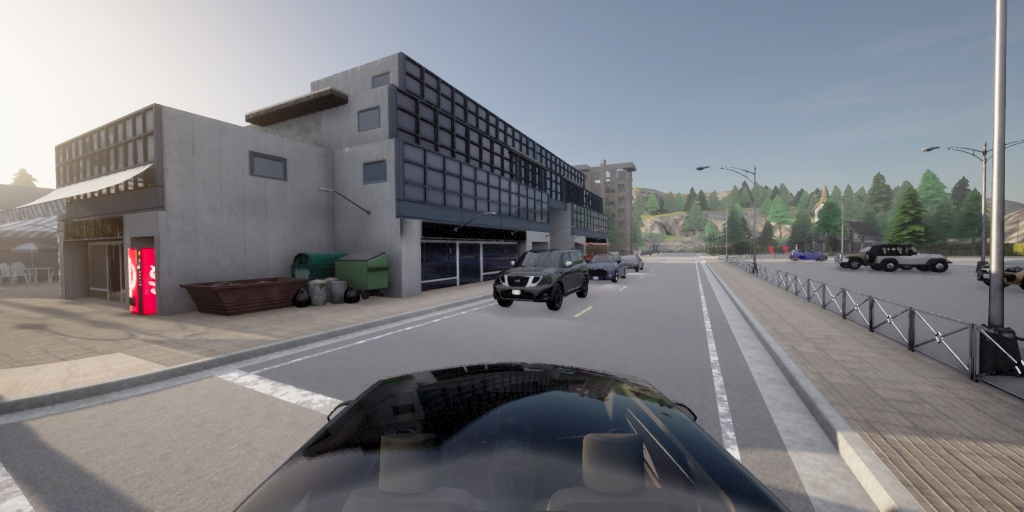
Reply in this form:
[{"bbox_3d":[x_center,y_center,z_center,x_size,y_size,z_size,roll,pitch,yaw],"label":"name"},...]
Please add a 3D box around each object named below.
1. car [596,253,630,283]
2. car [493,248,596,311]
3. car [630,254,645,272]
[{"bbox_3d":[5.822,0.641,22.604,2.097,1.767,4.553,0,1,27],"label":"car"},{"bbox_3d":[1.378,0.737,13.829,2.150,2.045,5.566,0,1,27],"label":"car"},{"bbox_3d":[10.449,0.580,31.730,1.812,1.442,4.674,0,1,27],"label":"car"}]
